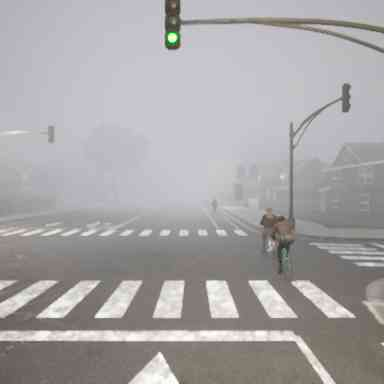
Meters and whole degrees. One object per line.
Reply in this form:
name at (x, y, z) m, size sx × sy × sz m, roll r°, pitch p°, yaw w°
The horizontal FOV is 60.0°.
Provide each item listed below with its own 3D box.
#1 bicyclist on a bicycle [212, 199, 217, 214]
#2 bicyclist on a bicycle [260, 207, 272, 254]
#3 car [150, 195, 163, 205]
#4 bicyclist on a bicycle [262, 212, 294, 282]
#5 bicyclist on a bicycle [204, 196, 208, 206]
bicyclist on a bicycle at (2.252, 1.499, 33.092) m, size 0.582 × 1.620 × 1.656 m, roll 0°, pitch 0°, yaw 0°
bicyclist on a bicycle at (2.670, 1.400, 11.756) m, size 0.659 × 1.776 × 1.843 m, roll 1°, pitch 0°, yaw 0°
car at (-6.496, 1.418, 61.000) m, size 2.097 × 1.767 × 4.553 m, roll 0°, pitch 0°, yaw 0°
bicyclist on a bicycle at (2.411, 1.469, 8.849) m, size 0.582 × 1.620 × 1.656 m, roll 0°, pitch -1°, yaw -1°
bicyclist on a bicycle at (2.272, 1.498, 53.134) m, size 0.866 × 1.612 × 1.509 m, roll 0°, pitch 0°, yaw 0°
